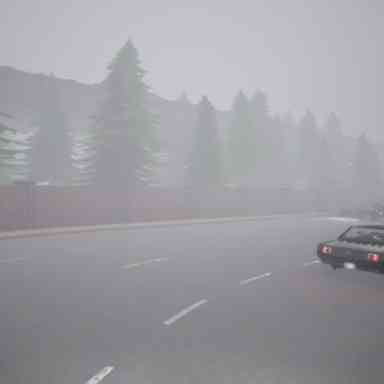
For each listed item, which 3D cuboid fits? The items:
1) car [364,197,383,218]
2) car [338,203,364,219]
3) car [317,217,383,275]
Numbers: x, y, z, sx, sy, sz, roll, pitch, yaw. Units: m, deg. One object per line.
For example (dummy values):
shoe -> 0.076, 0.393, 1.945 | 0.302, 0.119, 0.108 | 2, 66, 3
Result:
car -> 17.076, 1.376, 27.922 | 5.566, 2.045, 2.150 | 1, 0, -38
car -> 15.409, 1.690, 31.066 | 4.181, 1.385, 1.994 | 1, 0, -38
car -> 5.847, 1.651, 10.056 | 4.718, 1.301, 1.895 | 1, 0, -39
